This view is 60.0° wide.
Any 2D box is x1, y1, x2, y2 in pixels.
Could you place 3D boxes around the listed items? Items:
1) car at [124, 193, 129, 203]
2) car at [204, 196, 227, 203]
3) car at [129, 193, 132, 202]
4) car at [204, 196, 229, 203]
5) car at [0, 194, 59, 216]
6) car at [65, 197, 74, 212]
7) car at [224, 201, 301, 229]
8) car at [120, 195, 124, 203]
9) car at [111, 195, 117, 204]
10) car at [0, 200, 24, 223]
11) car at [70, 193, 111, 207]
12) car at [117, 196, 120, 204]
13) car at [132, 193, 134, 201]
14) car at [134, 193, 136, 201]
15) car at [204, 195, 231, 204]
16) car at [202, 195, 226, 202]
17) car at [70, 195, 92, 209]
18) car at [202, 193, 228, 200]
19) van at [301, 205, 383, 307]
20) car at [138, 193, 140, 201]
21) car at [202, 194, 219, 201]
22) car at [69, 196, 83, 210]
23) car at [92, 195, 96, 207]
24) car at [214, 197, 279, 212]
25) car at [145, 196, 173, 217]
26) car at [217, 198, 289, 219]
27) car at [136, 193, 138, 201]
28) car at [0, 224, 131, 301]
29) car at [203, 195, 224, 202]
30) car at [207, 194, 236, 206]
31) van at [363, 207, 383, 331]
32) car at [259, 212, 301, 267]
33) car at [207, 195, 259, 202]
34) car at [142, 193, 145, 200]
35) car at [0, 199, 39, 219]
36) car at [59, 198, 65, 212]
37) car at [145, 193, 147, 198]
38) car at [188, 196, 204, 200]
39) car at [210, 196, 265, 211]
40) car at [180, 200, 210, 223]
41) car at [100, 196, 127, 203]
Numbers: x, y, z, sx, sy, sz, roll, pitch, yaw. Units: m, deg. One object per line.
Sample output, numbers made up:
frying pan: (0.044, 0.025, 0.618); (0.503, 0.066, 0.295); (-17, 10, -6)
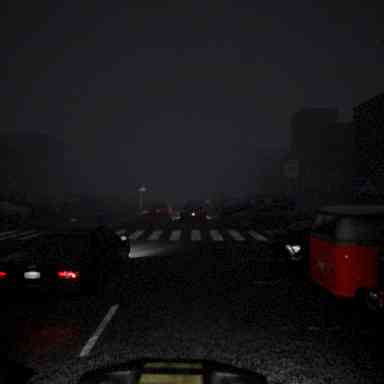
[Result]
car: (-15.392, 1.419, 63.175); (5.366, 1.575, 1.946); (0, 0, 0)
car: (4.796, 1.475, 68.101); (4.674, 1.452, 2.002); (0, 0, 0)
car: (-15.544, 1.458, 68.688); (4.792, 1.488, 2.163); (0, 0, 0)
car: (4.820, 1.460, 65.322); (4.792, 1.488, 2.163); (0, 0, 0)
car: (-15.518, 1.226, 30.083); (5.566, 2.045, 2.435); (0, 0, 0)
car: (-15.550, 1.502, 35.469); (4.674, 1.452, 2.002); (0, 0, 0)
car: (4.674, 1.495, 20.737); (4.792, 1.488, 2.163); (0, 0, 0)
car: (-15.765, 1.417, 60.412); (5.366, 1.575, 1.946); (0, 0, 0)
car: (-15.759, 1.418, 54.898); (5.366, 1.575, 1.946); (0, 0, 0)
car: (-15.511, 1.521, 24.567); (4.792, 1.488, 2.163); (0, 0, 0)
car: (-15.539, 1.175, 49.385); (5.566, 2.045, 2.435); (0, 0, 0)
car: (-15.606, 1.450, 57.656); (4.792, 1.488, 2.163); (0, 0, 0)
car: (-15.568, 1.474, 71.410); (4.674, 1.452, 2.002); (0, 0, 0)
car: (-15.597, 1.470, 74.204); (4.792, 1.488, 2.163); (0, 0, 0)
car: (4.790, 1.429, 62.542); (4.892, 1.521, 2.231); (0, 0, 0)
car: (4.808, 1.445, 73.534); (5.008, 1.535, 2.097); (0, 0, 0)
car: (-15.553, 1.445, 41.114); (5.008, 1.535, 2.097); (0, 0, 0)
car: (4.780, 1.173, 51.303); (5.566, 2.045, 2.435); (0, 0, 0)
van: (4.824, 1.251, 6.840); (4.442, 1.987, 1.878); (0, 0, 0)
car: (-15.558, 1.457, 79.718); (5.008, 1.535, 2.097); (0, 0, 0)
car: (4.825, 1.363, 87.547); (4.553, 1.767, 2.185); (0, 0, 0)
car: (-15.553, 1.493, 38.357); (4.674, 1.452, 2.002); (0, 0, 0)
car: (-15.564, 1.477, 43.871); (4.674, 1.452, 2.002); (0, 0, 0)
car: (4.706, 1.454, 29.076); (5.008, 1.535, 2.097); (0, 0, 0)
car: (-2.906, 1.449, 31.194); (1.882, 1.535, 5.008); (0, 0, 0)
car: (4.695, 1.459, 26.297); (4.892, 1.521, 2.231); (0, 0, 0)
car: (-15.534, 1.323, 76.961); (4.553, 1.767, 2.185); (0, 0, 0)
car: (-2.902, 1.547, 8.531); (2.033, 1.411, 5.357); (0, 0, 0)
car: (4.851, 1.482, 76.438); (4.792, 1.488, 2.163); (0, 0, 0)
car: (4.792, 1.298, 54.115); (4.553, 1.767, 2.185); (0, 0, 0)
van: (4.825, 1.253, 4.060); (4.442, 1.987, 1.878); (0, 0, 0)
car: (4.700, 1.476, 9.619); (4.892, 1.521, 2.231); (0, 0, 0)
car: (4.906, 1.433, 40.185); (5.366, 1.575, 1.946); (0, 0, 0)
car: (-15.587, 1.228, 85.233); (5.566, 2.045, 2.435); (0, 0, 0)
car: (-15.546, 1.525, 27.325); (4.674, 1.452, 2.002); (0, 0, 0)
car: (-15.518, 1.344, 32.841); (4.553, 1.767, 2.185); (0, 0, 0)
car: (-15.583, 1.534, 90.746); (4.792, 1.488, 2.163); (0, 0, 0)
car: (0.119, 1.516, 42.812); (1.994, 1.385, 4.181); (0, 0, 0)
car: (4.711, 1.445, 34.752); (5.008, 1.535, 2.097); (0, 0, 0)
car: (0.091, 1.543, 25.613); (1.994, 1.385, 4.181); (0, 0, 0)
car: (-15.546, 1.455, 65.933); (4.792, 1.488, 2.163); (0, 0, 0)
